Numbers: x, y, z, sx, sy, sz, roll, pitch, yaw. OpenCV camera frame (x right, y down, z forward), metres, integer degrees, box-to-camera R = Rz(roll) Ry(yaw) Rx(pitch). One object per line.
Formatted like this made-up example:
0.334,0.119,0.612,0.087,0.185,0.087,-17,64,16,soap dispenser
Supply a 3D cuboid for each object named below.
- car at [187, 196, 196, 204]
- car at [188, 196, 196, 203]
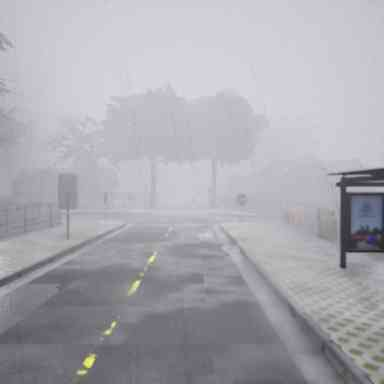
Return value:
-0.016,2.074,74.366,1.994,1.385,4.181,0,-1,0,car
-0.018,1.900,84.387,2.097,1.767,4.553,0,-1,0,car
